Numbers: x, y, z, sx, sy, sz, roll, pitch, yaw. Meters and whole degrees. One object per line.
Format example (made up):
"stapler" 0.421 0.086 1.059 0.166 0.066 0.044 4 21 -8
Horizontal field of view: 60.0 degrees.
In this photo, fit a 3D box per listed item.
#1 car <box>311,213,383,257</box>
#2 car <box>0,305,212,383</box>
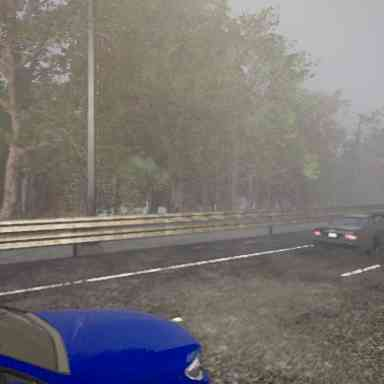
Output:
"car" 6.930 1.551 13.080 5.357 1.411 2.033 0 0 -36
"car" -1.997 1.526 2.332 4.674 1.442 1.812 0 0 -35
